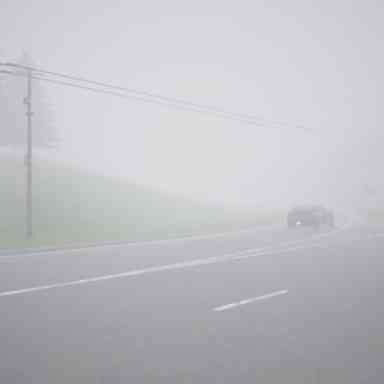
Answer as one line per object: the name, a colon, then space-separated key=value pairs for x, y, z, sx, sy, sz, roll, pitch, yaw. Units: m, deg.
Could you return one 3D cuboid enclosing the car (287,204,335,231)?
car: x=7.471 y=1.499 z=20.759 sx=1.837 sy=1.490 sz=4.892 roll=1 pitch=0 yaw=37
